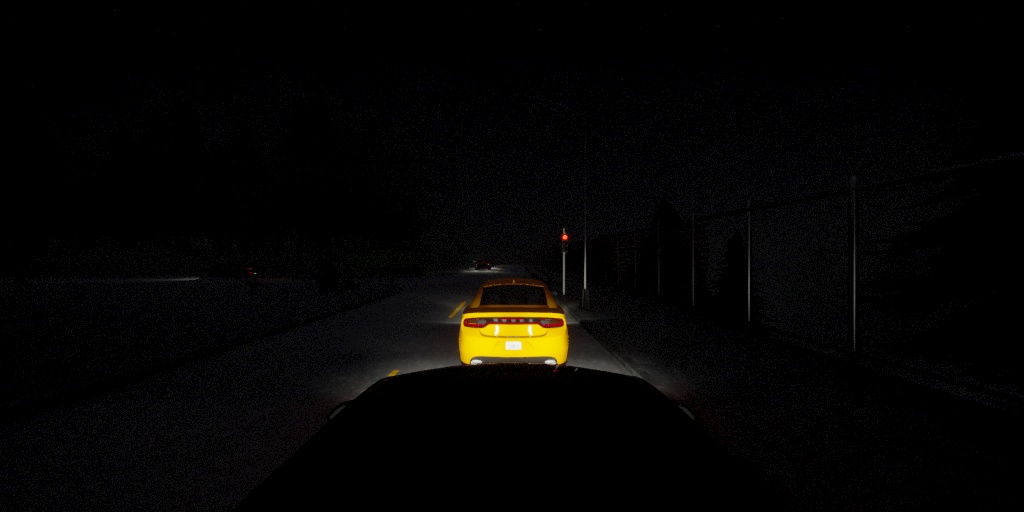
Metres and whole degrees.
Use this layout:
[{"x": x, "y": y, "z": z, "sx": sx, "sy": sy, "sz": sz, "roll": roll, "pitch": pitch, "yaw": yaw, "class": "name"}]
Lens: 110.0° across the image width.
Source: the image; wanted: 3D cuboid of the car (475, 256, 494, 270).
[{"x": -4.123, "y": 1.102, "z": 51.959, "sx": 2.097, "sy": 1.767, "sz": 4.553, "roll": 0, "pitch": 0, "yaw": 0, "class": "car"}]

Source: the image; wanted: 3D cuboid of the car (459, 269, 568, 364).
[{"x": 0.043, "y": 1.228, "z": 7.991, "sx": 1.882, "sy": 1.535, "sz": 5.008, "roll": 0, "pitch": 0, "yaw": 0, "class": "car"}]

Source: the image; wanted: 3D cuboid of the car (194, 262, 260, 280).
[{"x": -24.711, "y": 1.255, "z": 31.168, "sx": 4.892, "sy": 1.490, "sz": 1.837, "roll": 0, "pitch": 0, "yaw": 0, "class": "car"}]

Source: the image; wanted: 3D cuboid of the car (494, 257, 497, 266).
[{"x": -4.103, "y": 1.351, "z": 63.794, "sx": 1.895, "sy": 1.301, "sz": 4.718, "roll": 0, "pitch": 0, "yaw": 0, "class": "car"}]
